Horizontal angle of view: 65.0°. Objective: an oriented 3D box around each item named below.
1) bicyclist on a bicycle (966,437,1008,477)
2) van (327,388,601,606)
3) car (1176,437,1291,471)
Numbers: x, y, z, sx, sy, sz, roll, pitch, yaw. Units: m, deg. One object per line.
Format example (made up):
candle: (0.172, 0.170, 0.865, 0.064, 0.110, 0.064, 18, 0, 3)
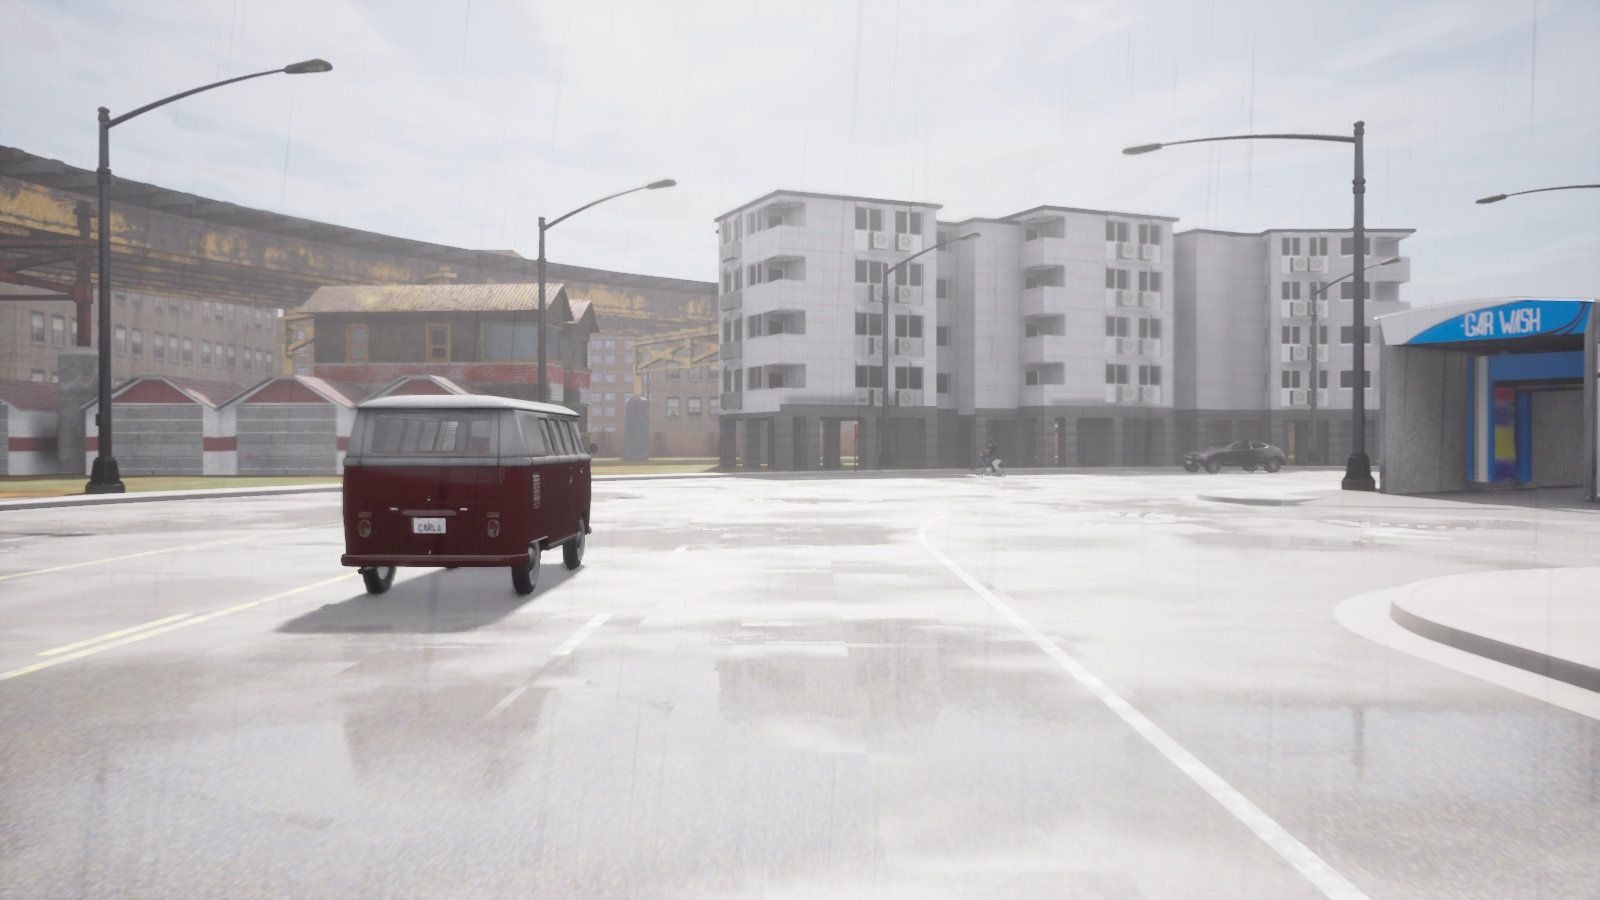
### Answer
bicyclist on a bicycle: (8.366, 0.307, 56.244, 1.843, 1.776, 0.659, 0, 0, -31)
van: (-3.423, 0.419, 13.692, 1.775, 1.987, 4.442, 0, 0, 0)
car: (21.431, 0.192, 62.115, 5.027, 1.651, 2.152, 0, 0, -15)
